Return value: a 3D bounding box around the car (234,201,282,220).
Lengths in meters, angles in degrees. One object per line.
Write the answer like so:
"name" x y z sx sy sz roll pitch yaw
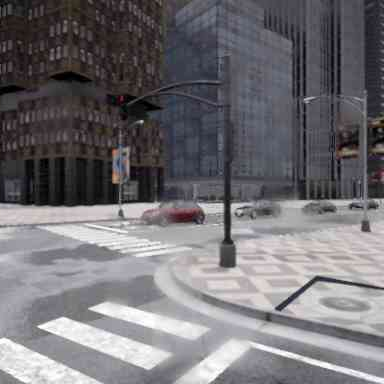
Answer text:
"car" 5.728 1.507 28.699 4.902 1.511 2.128 0 0 -39

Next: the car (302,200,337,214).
"car" 13.395 1.565 34.960 4.181 1.385 1.994 0 0 -39

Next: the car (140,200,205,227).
"car" -1.334 1.383 22.917 4.553 1.767 2.097 0 0 -39

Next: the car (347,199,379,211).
"car" 21.437 1.538 41.504 5.357 1.411 2.033 0 0 -39
